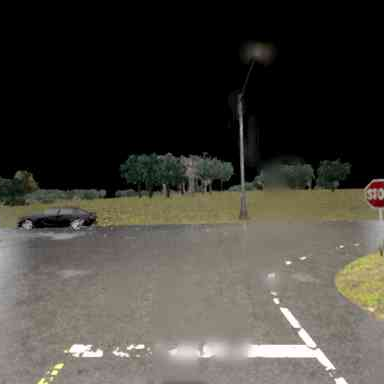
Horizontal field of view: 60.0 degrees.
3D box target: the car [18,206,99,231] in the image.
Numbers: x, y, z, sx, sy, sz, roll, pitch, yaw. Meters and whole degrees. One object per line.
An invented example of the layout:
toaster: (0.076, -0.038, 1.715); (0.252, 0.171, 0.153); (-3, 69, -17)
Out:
car: (-8.611, 1.688, 21.610); (5.008, 1.535, 1.882); (-1, -2, 0)
